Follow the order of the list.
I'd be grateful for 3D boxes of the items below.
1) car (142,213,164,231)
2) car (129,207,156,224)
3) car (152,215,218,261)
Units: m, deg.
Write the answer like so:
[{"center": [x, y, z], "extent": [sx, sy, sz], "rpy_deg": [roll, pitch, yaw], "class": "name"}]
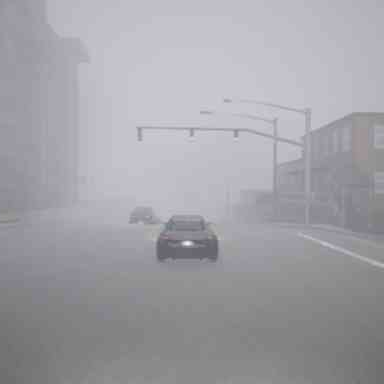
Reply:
[{"center": [-4.416, 3.586, 38.712], "extent": [2.033, 1.411, 5.357], "rpy_deg": [0, -12, -1], "class": "car"}, {"center": [-4.214, 2.031, 28.918], "extent": [1.837, 1.490, 4.892], "rpy_deg": [0, -5, -1], "class": "car"}, {"center": [-0.178, 1.514, 12.036], "extent": [1.994, 1.385, 4.181], "rpy_deg": [0, 0, -1], "class": "car"}]
